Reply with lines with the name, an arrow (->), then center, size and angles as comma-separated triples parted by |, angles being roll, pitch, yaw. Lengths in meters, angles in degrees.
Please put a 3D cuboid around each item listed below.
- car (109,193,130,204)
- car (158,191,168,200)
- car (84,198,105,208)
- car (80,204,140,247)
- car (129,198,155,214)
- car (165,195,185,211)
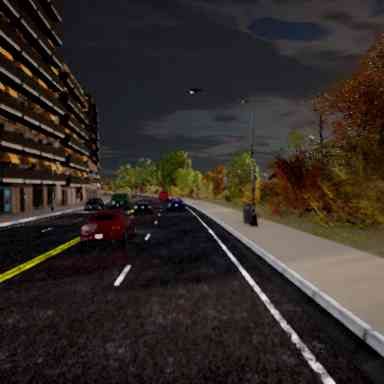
car -> -8.837, 1.152, 41.202 | 2.150, 2.045, 5.566 | -1, 0, -5
car -> -6.742, 0.845, 78.362 | 2.150, 2.045, 5.566 | -1, 0, -9
car -> -12.110, 1.506, 41.395 | 1.837, 1.490, 4.892 | -1, 1, -5
car -> -3.672, 1.512, 15.027 | 1.812, 1.442, 4.674 | -1, 0, -3
car -> -4.755, 1.441, 33.289 | 2.033, 1.411, 5.357 | -1, 0, -4
car -> -1.851, 1.363, 37.819 | 1.994, 1.385, 4.181 | -1, 0, -4
